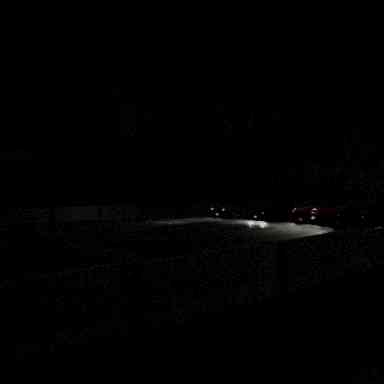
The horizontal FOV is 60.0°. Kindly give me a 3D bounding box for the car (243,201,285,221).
[{"bbox_3d":[6.834,1.431,26.062,5.357,1.411,2.033,0,0,-35],"label":"car"}]

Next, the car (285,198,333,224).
[{"bbox_3d":[9.013,1.235,23.315,4.553,1.767,2.097,0,0,-35],"label":"car"}]

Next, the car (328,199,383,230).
[{"bbox_3d":[10.758,1.361,20.262,5.008,1.535,1.882,0,0,-35],"label":"car"}]

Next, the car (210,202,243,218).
[{"bbox_3d":[3.830,1.486,28.218,4.718,1.301,1.895,0,0,-35],"label":"car"}]
